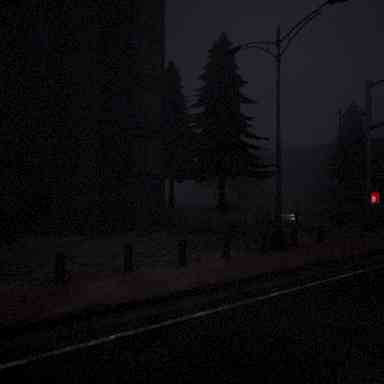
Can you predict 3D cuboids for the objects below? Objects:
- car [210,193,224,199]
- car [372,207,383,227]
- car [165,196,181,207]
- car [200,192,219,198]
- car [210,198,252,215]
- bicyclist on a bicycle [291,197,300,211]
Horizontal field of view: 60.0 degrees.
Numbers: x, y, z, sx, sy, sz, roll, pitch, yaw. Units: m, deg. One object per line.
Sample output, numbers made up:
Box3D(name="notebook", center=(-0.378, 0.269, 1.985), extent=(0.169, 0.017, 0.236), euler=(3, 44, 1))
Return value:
Box3D(name="car", center=(7.168, 1.092, 94.497), extent=(1.905, 1.878, 3.866), euler=(0, 0, -37))
Box3D(name="car", center=(13.553, 1.490, 20.668), extent=(1.882, 1.535, 5.008), euler=(0, 0, -29))
Box3D(name="car", center=(-3.646, 1.616, 50.434), extent=(1.895, 1.301, 4.718), euler=(0, 0, -34))
Box3D(name="car", center=(5.081, 1.113, 92.433), extent=(1.932, 1.855, 4.605), euler=(0, 0, -37))
Box3D(name="car", center=(4.141, 1.579, 33.867), extent=(1.994, 1.385, 4.181), euler=(0, 0, -37))
Box3D(name="bicyclist on a bicycle", center=(11.427, 1.316, 36.632), extent=(1.656, 1.620, 0.582), euler=(0, 0, -37))
